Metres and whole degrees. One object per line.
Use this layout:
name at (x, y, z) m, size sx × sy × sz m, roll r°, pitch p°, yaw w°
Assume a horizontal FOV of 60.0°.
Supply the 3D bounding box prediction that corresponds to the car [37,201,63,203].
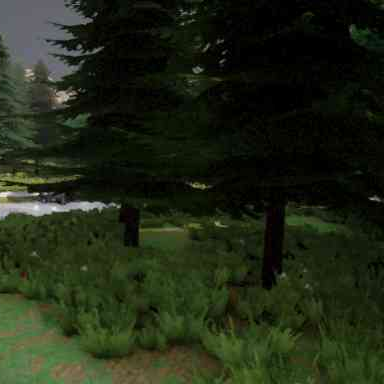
car at (-9.665, 0.013, 25.831) m, size 2.097 × 1.767 × 4.553 m, roll 5°, pitch 3°, yaw 24°
